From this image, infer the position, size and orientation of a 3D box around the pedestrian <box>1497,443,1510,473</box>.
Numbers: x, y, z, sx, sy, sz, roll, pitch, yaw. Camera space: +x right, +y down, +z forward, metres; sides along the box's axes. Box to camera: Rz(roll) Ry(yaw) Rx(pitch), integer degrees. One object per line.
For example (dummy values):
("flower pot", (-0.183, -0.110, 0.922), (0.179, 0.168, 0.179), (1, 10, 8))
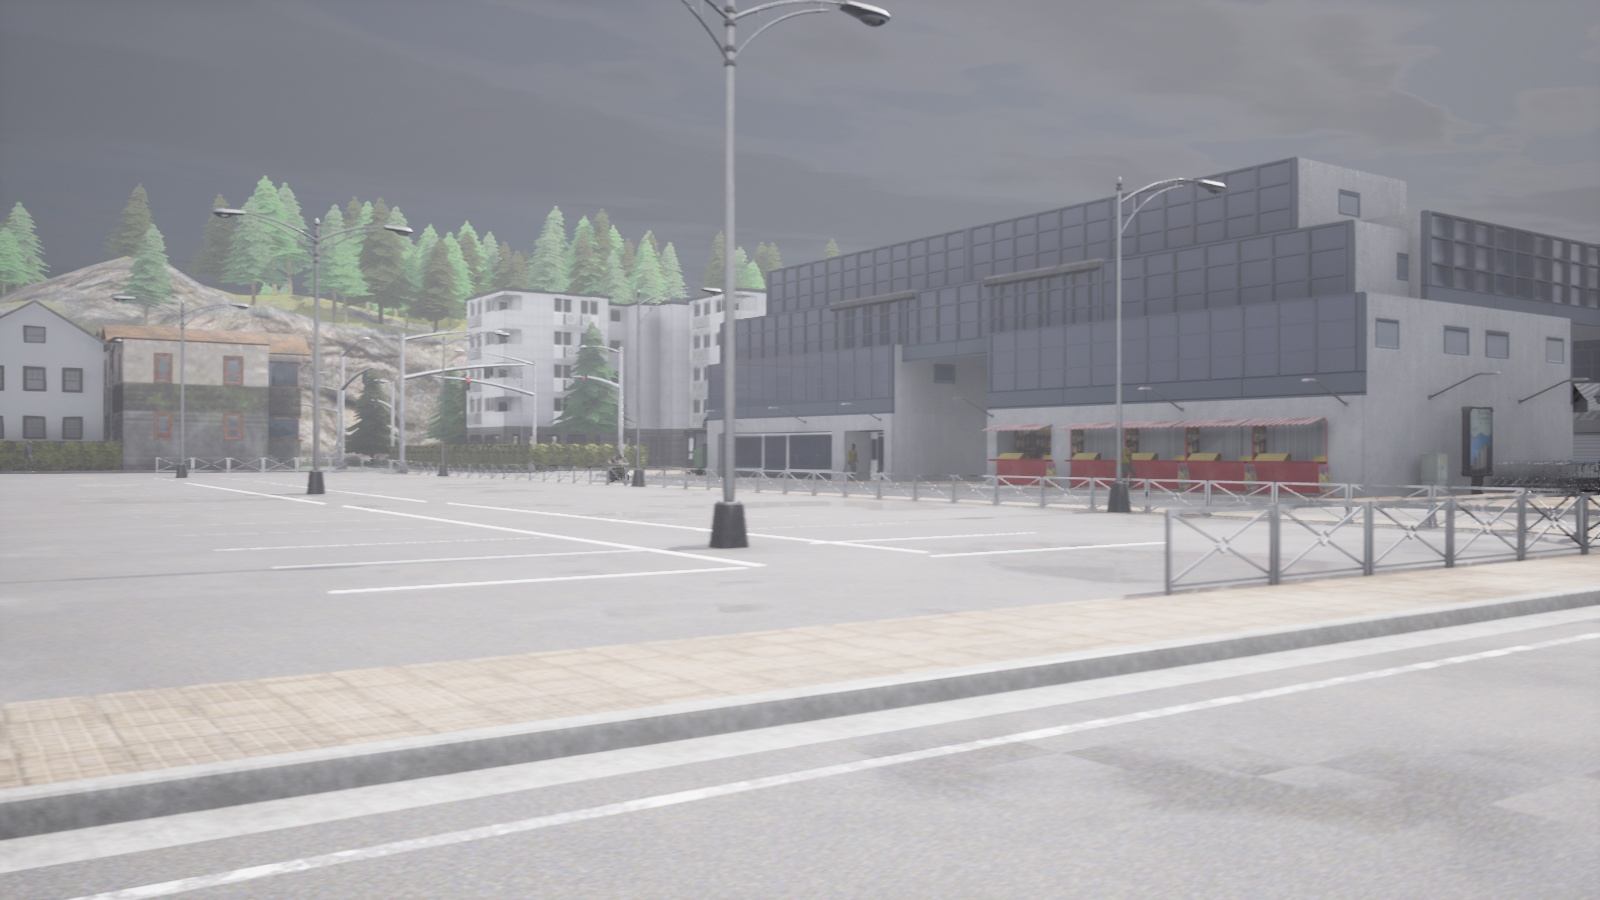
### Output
("pedestrian", (43.033, 0.488, 76.836), (0.345, 1.836, 0.594), (0, 0, -36))

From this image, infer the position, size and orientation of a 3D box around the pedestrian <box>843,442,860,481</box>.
("pedestrian", (2.397, 0.529, 58.682), (0.431, 1.840, 0.709), (0, 0, -38))

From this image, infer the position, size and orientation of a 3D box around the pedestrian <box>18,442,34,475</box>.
("pedestrian", (-43.794, 0.477, 71.057), (0.726, 1.842, 0.402), (0, 0, -34))

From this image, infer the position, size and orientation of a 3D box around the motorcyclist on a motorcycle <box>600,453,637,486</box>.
("motorcyclist on a motorcycle", (-8.710, 0.930, 60.182), (0.866, 1.530, 2.191), (0, 0, -34))

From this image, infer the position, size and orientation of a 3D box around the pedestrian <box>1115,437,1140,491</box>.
("pedestrian", (11.235, 0.472, 43.059), (0.431, 1.840, 0.709), (0, 0, -37))
